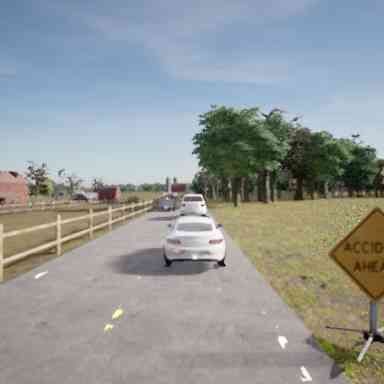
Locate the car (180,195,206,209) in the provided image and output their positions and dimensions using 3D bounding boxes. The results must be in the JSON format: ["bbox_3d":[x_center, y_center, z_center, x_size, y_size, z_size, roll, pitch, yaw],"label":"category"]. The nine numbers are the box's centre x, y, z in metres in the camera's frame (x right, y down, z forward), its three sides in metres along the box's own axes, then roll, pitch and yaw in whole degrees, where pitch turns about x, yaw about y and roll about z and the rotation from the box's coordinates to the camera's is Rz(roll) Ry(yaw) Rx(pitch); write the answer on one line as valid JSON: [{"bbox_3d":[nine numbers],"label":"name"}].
[{"bbox_3d":[0.096,1.245,29.768,2.150,2.045,5.566,0,0,0],"label":"car"}]

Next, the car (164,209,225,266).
[{"bbox_3d":[0.087,1.536,11.446,1.812,1.442,4.674,0,0,0],"label":"car"}]

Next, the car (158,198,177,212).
[{"bbox_3d":[-2.840,1.520,38.921,2.128,1.511,4.902,0,0,0],"label":"car"}]

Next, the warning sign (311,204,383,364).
[{"bbox_3d":[2.461,1.120,4.492,1.300,1.860,1.060,1,1,0],"label":"warning sign"}]
